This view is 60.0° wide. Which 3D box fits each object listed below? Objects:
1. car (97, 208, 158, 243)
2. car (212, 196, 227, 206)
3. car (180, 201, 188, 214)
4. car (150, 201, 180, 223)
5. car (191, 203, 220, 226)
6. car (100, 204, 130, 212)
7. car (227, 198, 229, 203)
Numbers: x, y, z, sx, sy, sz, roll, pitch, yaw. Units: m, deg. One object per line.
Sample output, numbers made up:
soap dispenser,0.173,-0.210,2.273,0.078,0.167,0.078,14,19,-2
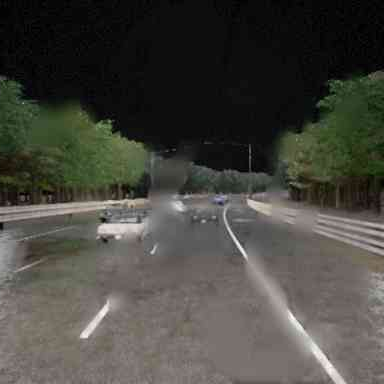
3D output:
car,-3.119,1.702,16.711,1.895,1.301,4.718,0,0,3
car,4.680,1.718,59.440,1.882,1.535,5.008,0,1,9
car,-1.590,1.755,38.343,1.812,1.442,4.674,0,0,6
car,-2.501,1.657,27.523,2.128,1.511,4.902,0,0,4
car,0.976,1.753,24.655,1.895,1.301,4.718,0,0,3
car,-5.916,1.706,27.051,2.033,1.411,5.357,0,0,4
car,7.170,1.680,74.531,1.994,1.385,4.181,0,0,11
